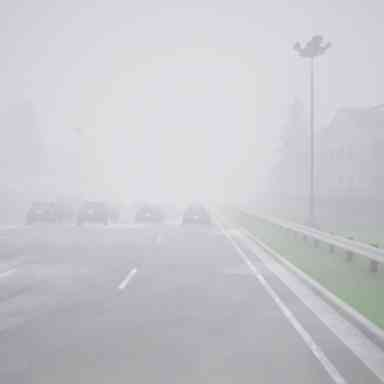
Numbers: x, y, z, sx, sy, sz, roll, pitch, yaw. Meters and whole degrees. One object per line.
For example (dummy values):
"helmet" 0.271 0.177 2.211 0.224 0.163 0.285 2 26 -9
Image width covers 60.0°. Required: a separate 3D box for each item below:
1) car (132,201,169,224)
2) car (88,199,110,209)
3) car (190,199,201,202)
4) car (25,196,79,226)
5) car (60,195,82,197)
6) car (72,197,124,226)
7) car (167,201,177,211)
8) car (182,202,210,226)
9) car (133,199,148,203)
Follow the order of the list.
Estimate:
"car" -3.167 1.663 25.930 1.994 1.385 4.181 0 0 1
"car" -13.553 1.772 48.688 1.895 1.301 4.718 0 0 1
"car" 0.464 1.673 44.321 2.128 1.511 4.902 0 0 1
"car" -10.180 1.432 24.345 2.097 1.767 4.553 0 0 1
"car" -13.651 1.350 38.186 2.150 2.045 5.566 0 0 1
"car" -6.683 1.438 24.146 2.097 1.767 4.553 0 0 1
"car" -3.047 1.772 43.858 1.895 1.301 4.718 0 0 1
"car" 0.321 1.664 24.530 1.994 1.385 4.181 0 0 1
"car" -6.553 1.655 43.297 2.128 1.511 4.902 0 0 1
